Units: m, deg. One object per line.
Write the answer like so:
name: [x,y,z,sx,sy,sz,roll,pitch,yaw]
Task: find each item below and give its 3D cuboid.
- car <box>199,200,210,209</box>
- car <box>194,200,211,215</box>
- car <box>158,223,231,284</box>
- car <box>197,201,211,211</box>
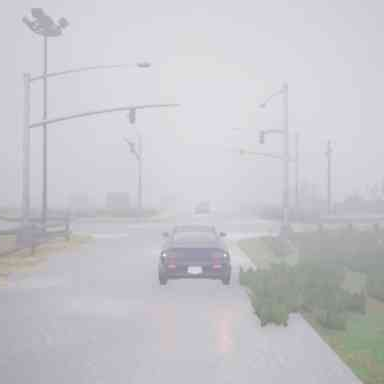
car: [2.352,2.264,61.747,2.033,1.411,5.357,0,-1,3]
car: [1.319,2.013,41.088,2.033,1.411,5.357,0,-1,3]
car: [0.071,1.648,9.872,1.812,1.442,4.674,0,-1,0]
car: [1.808,2.136,51.238,2.033,1.411,5.357,0,-1,3]
